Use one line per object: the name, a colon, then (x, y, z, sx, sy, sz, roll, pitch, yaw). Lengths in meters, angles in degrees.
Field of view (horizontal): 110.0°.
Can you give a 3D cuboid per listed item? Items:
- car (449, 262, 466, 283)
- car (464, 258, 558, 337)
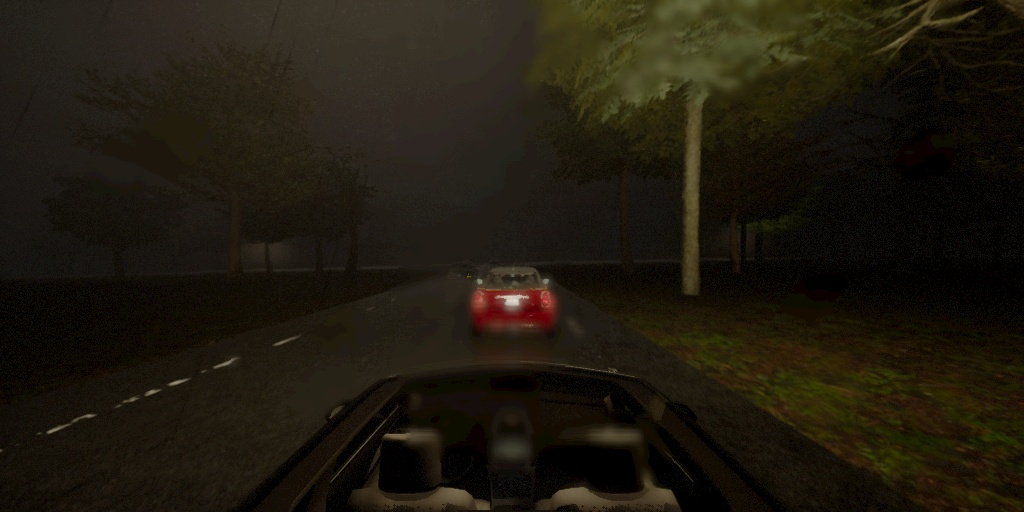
car: (-3.502, 1.183, 26.885, 1.837, 1.490, 4.892, 0, 0, 0)
car: (0.054, 1.074, 10.351, 2.097, 1.767, 4.553, 0, 0, 1)
